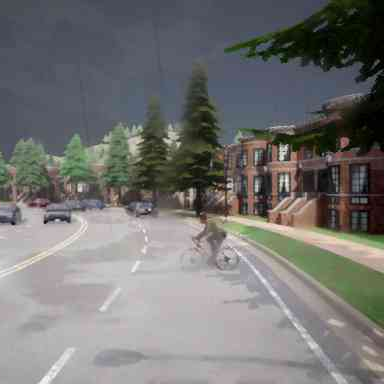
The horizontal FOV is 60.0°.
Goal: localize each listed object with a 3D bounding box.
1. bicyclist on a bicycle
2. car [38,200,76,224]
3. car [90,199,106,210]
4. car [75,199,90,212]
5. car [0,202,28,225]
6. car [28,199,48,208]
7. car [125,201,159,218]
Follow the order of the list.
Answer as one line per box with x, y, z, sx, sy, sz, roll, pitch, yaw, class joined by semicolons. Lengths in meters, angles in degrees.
0.485;1.441;9.319;1.656;1.620;0.582;-1;0;0;bicyclist on a bicycle
-10.062;1.544;25.021;2.033;1.411;5.357;0;0;-21;car
-13.021;1.541;42.725;2.033;1.411;5.357;0;0;-42;car
-13.801;1.558;38.150;1.994;1.385;4.181;0;0;-38;car
-13.285;1.544;23.656;2.033;1.411;5.357;0;0;-21;car
-20.748;1.594;45.333;4.718;1.301;1.895;0;0;39;car
-4.647;1.542;30.179;2.033;1.411;5.357;0;0;-25;car
